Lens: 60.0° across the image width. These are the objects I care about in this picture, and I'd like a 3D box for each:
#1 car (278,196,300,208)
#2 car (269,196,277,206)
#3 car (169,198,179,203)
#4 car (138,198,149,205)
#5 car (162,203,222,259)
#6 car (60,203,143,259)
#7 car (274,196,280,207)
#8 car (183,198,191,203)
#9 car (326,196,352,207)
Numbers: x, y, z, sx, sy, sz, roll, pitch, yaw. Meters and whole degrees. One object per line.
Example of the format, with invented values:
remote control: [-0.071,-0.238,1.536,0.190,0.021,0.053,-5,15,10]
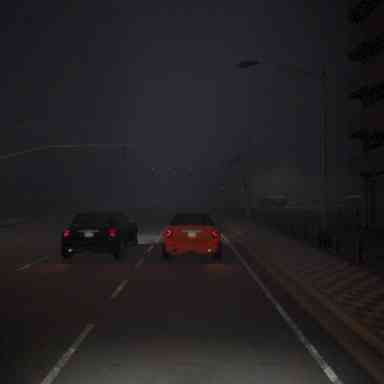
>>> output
car: [20.757,2.216,70.081,3.806,1.475,1.970,0,-1,0]
car: [20.675,2.035,75.661,4.605,1.855,1.932,0,-1,0]
car: [-4.751,2.301,86.692,2.097,1.767,4.553,0,-1,-1]
car: [-11.662,2.225,79.708,2.097,1.767,4.553,0,-1,-1]
car: [0.001,1.499,13.412,2.097,1.767,4.553,0,-1,0]
car: [-3.499,1.499,13.412,2.097,1.767,4.553,0,-1,0]
car: [20.741,2.216,72.976,3.905,1.438,1.784,0,-1,0]
car: [-1.252,2.302,86.736,2.097,1.767,4.553,0,-1,-1]
car: [35.703,2.096,81.300,4.605,1.855,1.932,0,-1,0]
